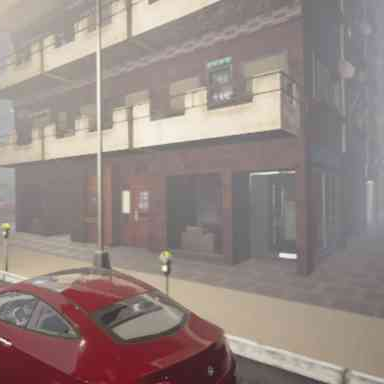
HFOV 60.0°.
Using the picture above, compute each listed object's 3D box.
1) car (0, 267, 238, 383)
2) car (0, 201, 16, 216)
[{"bbox_3d":[-1.504,1.582,3.921,4.206,1.307,1.802,0,-1,36],"label":"car"},{"bbox_3d":[-16.732,1.514,30.607,1.887,1.381,4.507,-1,0,36],"label":"car"}]
